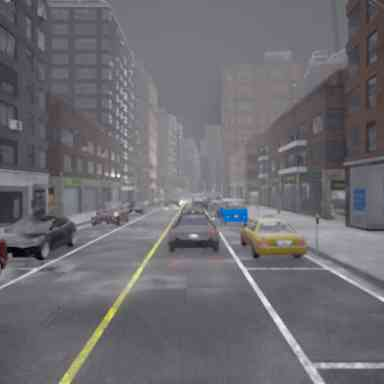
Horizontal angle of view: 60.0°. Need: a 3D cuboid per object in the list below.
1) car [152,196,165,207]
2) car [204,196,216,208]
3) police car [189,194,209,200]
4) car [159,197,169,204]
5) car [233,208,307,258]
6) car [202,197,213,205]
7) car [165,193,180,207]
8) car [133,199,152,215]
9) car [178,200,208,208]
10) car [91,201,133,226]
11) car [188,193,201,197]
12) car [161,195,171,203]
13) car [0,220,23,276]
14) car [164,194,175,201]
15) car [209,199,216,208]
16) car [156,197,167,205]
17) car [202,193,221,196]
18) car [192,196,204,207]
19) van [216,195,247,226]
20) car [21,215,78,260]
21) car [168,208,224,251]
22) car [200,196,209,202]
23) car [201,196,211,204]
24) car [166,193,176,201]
[{"bbox_3d":[-5.658,1.611,50.938,1.802,1.307,4.206,-1,0,0],"label":"car"},{"bbox_3d":[2.863,1.572,39.938,2.008,1.369,4.403,-1,0,0],"label":"car"},{"bbox_3d":[0.914,1.450,44.728,1.930,1.638,5.238,0,0,0],"label":"police car"},{"bbox_3d":[-5.653,1.616,67.461,1.802,1.307,4.206,-1,0,0],"label":"car"},{"bbox_3d":[2.854,1.531,12.578,1.752,1.417,4.829,-1,0,0],"label":"car"},{"bbox_3d":[2.870,1.598,61.963,1.947,1.339,4.313,-1,0,0],"label":"car"},{"bbox_3d":[-3.064,1.250,51.358,2.150,2.045,5.566,0,0,0],"label":"car"},{"bbox_3d":[-5.664,1.584,34.415,1.947,1.339,4.313,-1,0,0],"label":"car"},{"bbox_3d":[0.072,1.615,27.610,1.895,1.301,4.718,0,0,0],"label":"car"},{"bbox_3d":[-5.668,1.452,23.399,1.967,1.590,4.097,-1,0,0],"label":"car"},{"bbox_3d":[0.859,1.384,60.588,2.097,1.767,4.553,0,0,0],"label":"car"},{"bbox_3d":[-5.653,1.474,72.969,1.967,1.590,4.097,-1,0,0],"label":"car"},{"bbox_3d":[-5.672,1.548,6.876,1.887,1.381,4.507,-1,0,0],"label":"car"},{"bbox_3d":[-5.650,1.347,83.984,2.192,1.841,5.009,-1,0,0],"label":"car"},{"bbox_3d":[2.860,1.565,28.926,2.008,1.369,4.403,-1,0,0],"label":"car"},{"bbox_3d":[-5.655,1.615,61.953,1.802,1.307,4.206,-1,0,0],"label":"car"},{"bbox_3d":[2.862,1.340,45.444,2.192,1.841,5.009,-1,0,0],"label":"car"},{"bbox_3d":[0.917,1.508,54.619,1.882,1.535,5.008,0,0,0],"label":"car"},{"bbox_3d":[2.856,1.353,23.420,1.690,1.788,3.998,-1,0,0],"label":"van"},{"bbox_3d":[-5.670,1.572,12.383,1.947,1.339,4.313,-1,0,0],"label":"car"},{"bbox_3d":[0.078,1.570,14.096,1.994,1.385,4.181,0,0,0],"label":"car"},{"bbox_3d":[2.876,1.599,78.482,1.947,1.339,4.313,-1,0,0],"label":"car"},{"bbox_3d":[2.872,1.559,67.639,1.752,1.417,4.829,-1,0,0],"label":"car"},{"bbox_3d":[-5.648,1.346,89.492,2.192,1.841,5.009,-1,0,0],"label":"car"}]
